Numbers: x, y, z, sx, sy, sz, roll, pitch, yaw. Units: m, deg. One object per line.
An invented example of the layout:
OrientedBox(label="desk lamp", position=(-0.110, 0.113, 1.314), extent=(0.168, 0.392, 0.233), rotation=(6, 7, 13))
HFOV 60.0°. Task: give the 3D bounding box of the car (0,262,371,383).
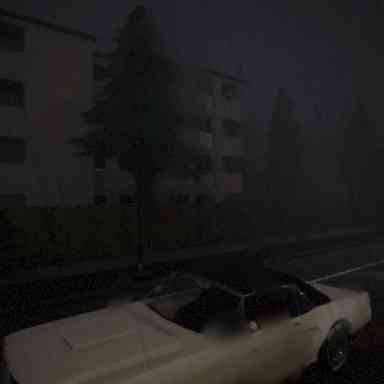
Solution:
OrientedBox(label="car", position=(0.241, 1.687, 4.162), extent=(4.718, 1.301, 1.895), rotation=(0, -1, -37))
